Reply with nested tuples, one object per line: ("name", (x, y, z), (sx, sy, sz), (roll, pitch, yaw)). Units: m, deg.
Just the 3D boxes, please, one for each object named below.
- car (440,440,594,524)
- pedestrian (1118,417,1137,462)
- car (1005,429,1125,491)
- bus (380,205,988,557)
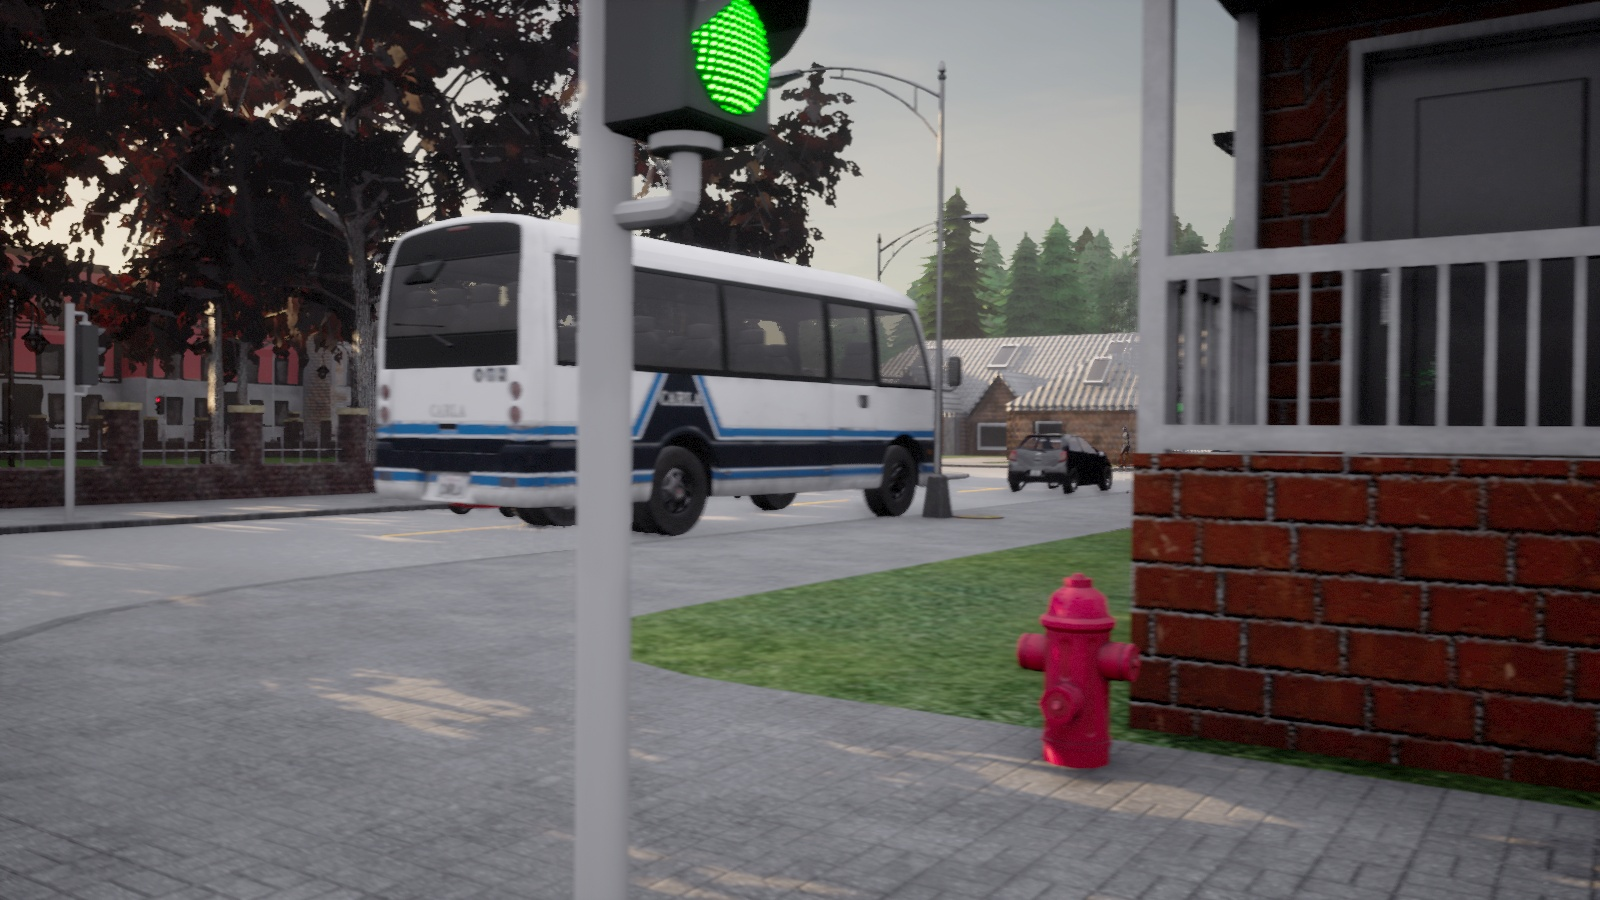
("car", (-4.917, 0.523, 21.950), (1.481, 1.376, 2.207), (0, 1, 32))
("pedestrian", (14.080, -0.437, 54.048), (0.692, 1.930, 0.395), (0, 1, 33))
("car", (6.940, 0.230, 32.616), (1.845, 1.501, 3.633), (0, 1, 33))
("bus", (-1.178, -0.920, 20.479), (3.944, 4.253, 10.273), (0, 1, 37))
